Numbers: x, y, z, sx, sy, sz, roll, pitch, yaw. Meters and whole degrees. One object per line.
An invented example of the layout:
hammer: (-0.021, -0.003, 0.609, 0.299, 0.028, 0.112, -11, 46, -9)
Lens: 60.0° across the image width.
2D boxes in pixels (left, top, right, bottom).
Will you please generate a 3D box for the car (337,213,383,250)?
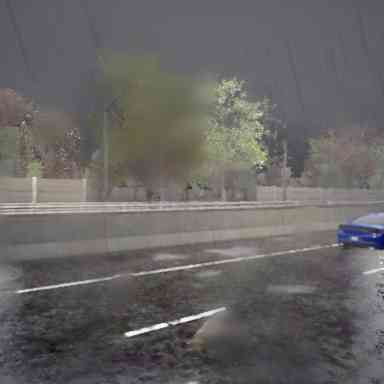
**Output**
car: (8.145, 1.619, 13.964, 5.008, 1.535, 1.882, 0, 0, -35)
